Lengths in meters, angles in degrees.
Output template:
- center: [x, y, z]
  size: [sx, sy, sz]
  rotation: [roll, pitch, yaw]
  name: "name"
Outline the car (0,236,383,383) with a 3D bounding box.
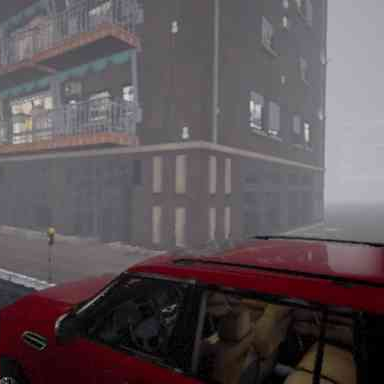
- center: [0.355, 1.311, 2.603]
  size: [5.009, 1.841, 2.192]
  rotation: [0, 1, 35]
  name: "car"
